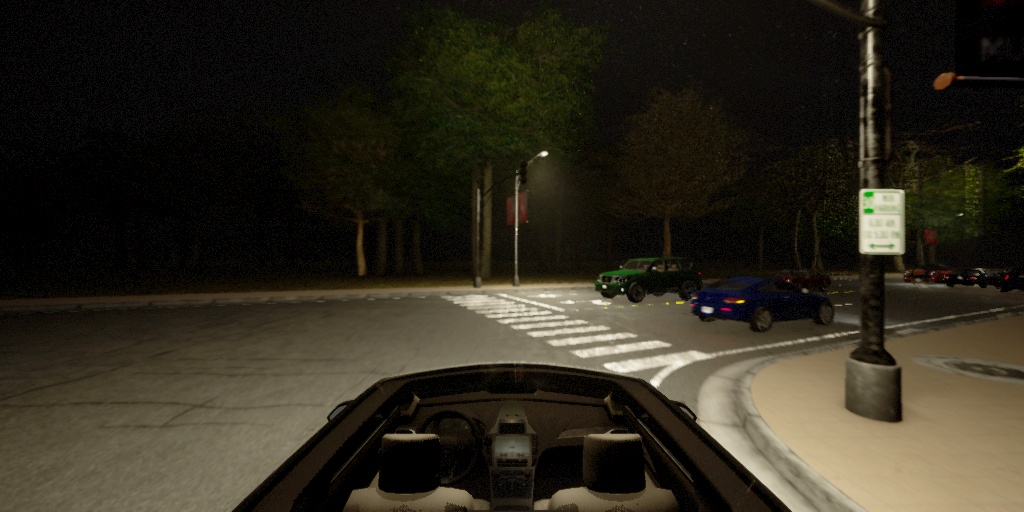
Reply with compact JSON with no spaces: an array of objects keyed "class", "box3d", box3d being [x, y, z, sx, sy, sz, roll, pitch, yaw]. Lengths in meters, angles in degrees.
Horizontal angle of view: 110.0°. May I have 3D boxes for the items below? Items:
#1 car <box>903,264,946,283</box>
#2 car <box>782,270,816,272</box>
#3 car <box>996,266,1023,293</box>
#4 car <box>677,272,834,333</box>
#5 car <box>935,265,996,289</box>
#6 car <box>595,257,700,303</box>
[{"class":"car","box3d":[36.118,1.456,31.001,4.553,1.767,2.097,0,0,-24]},{"class":"car","box3d":[18.011,1.548,22.751,4.718,1.301,1.895,1,0,-25]},{"class":"car","box3d":[32.272,1.377,21.937,4.553,1.767,2.097,1,0,-25]},{"class":"car","box3d":[7.548,1.339,10.865,4.674,1.442,1.812,0,-1,-23]},{"class":"car","box3d":[33.912,1.610,26.376,5.357,1.411,2.033,0,0,-25]},{"class":"car","box3d":[6.743,1.072,17.589,5.566,2.045,2.150,0,0,-25]}]
